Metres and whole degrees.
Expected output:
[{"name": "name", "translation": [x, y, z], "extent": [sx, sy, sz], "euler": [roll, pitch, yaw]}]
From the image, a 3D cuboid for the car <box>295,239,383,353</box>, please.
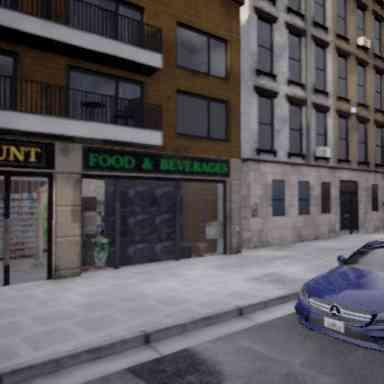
[{"name": "car", "translation": [3.858, 1.610, 6.028], "extent": [4.674, 1.442, 1.812], "euler": [1, -1, -36]}]
